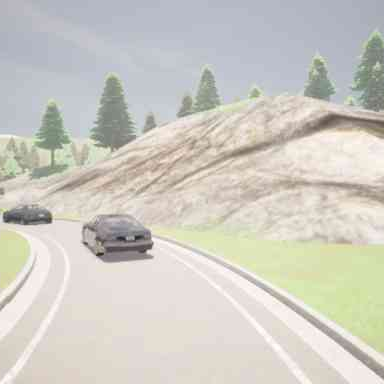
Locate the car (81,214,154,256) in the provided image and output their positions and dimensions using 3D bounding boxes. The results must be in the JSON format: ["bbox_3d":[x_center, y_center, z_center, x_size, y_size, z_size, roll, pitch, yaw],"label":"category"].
[{"bbox_3d":[-3.134,1.563,13.196,2.033,1.411,5.357,0,0,-26],"label":"car"}]

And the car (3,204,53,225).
[{"bbox_3d":[-11.865,1.572,23.990,4.181,1.385,1.994,0,0,38],"label":"car"}]
